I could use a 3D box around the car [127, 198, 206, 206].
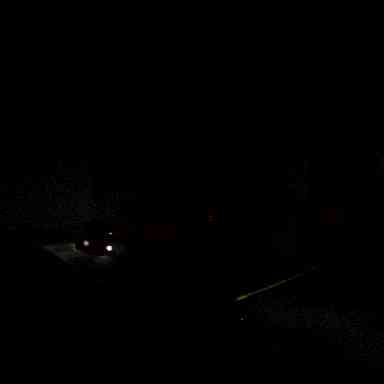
[{"bbox_3d":[-1.506,1.261,12.572,2.150,2.045,5.566,0,0,42],"label":"car"}]

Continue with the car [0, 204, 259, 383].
[{"bbox_3d":[-1.983,1.236,2.424,5.566,2.045,2.150,0,0,-36],"label":"car"}]

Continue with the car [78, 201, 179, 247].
[{"bbox_3d":[-2.953,1.406,16.273,2.097,1.767,4.553,0,0,40],"label":"car"}]
